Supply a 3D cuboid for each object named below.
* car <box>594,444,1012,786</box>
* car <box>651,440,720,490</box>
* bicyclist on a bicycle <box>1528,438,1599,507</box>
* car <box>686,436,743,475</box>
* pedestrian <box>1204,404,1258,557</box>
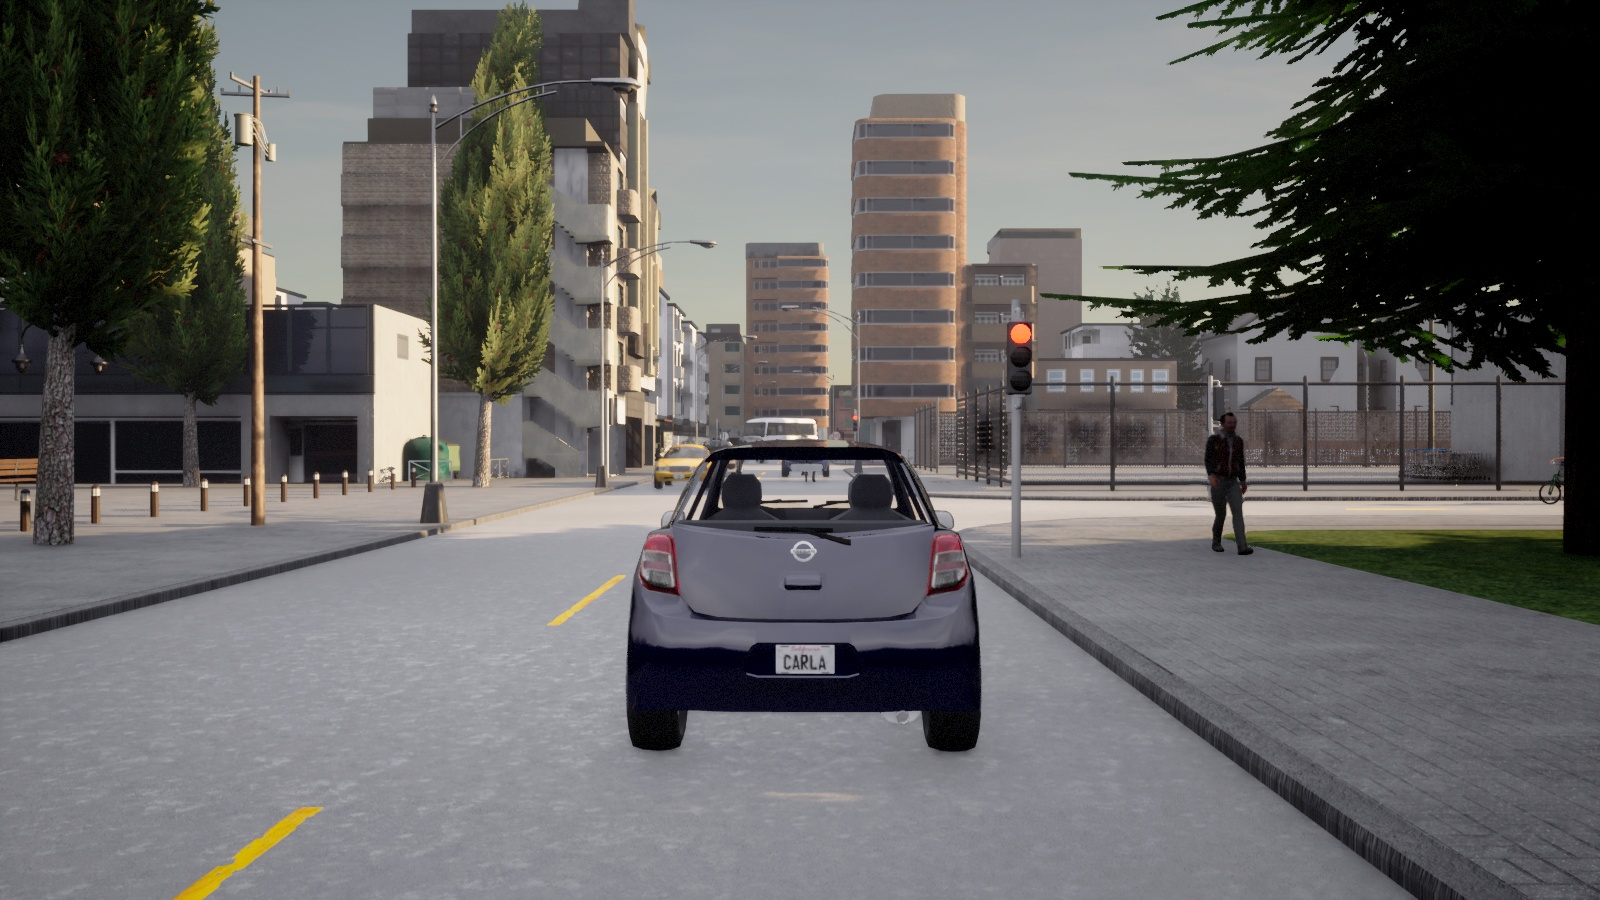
[{"bbox_3d":[0.036,0.719,7.361,1.845,1.501,3.633,0,0,1],"label":"car"},{"bbox_3d":[-3.796,0.444,42.310,1.801,1.575,5.366,0,0,0],"label":"car"},{"bbox_3d":[18.404,0.528,30.007,1.509,1.612,0.866,0,0,0],"label":"bicyclist on a bicycle"},{"bbox_3d":[-3.740,0.209,55.503,2.152,1.651,5.027,0,0,0],"label":"car"},{"bbox_3d":[5.344,0.372,15.593,0.376,1.854,0.720,0,0,-4],"label":"pedestrian"}]
